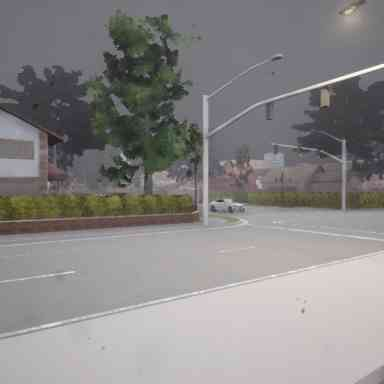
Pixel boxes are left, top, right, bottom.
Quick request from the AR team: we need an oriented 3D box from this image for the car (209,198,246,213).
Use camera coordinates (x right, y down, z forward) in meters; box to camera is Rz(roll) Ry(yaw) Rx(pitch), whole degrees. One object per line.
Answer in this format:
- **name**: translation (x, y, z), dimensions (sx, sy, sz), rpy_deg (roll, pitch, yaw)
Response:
- **car**: translation (3.773, 1.435, 36.342), dimensions (1.812, 1.442, 4.674), rpy_deg (0, 0, -36)
